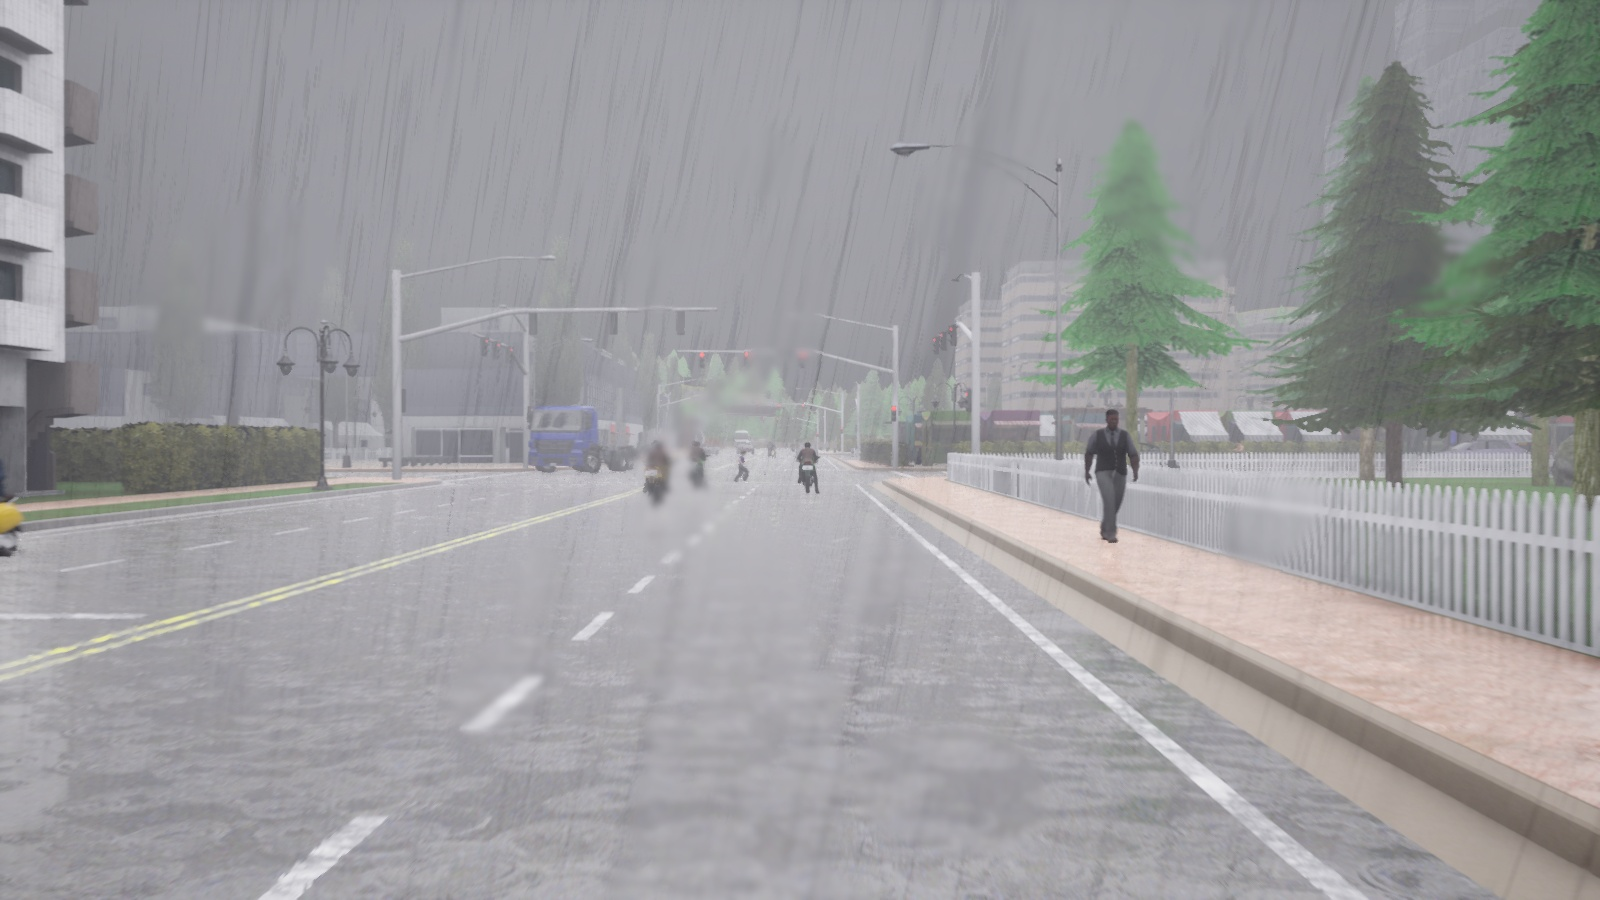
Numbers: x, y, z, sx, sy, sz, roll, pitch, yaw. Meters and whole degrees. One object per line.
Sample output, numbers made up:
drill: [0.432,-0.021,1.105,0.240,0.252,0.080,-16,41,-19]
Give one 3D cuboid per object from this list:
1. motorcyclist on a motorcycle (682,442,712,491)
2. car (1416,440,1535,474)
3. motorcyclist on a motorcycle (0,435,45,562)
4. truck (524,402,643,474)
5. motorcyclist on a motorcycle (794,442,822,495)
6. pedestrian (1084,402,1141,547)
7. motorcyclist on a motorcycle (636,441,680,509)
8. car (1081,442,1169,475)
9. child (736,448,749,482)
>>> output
motorcyclist on a motorcycle: [-3.259,0.501,39.862,0.797,1.523,2.044,0,0,0]
car: [34.012,0.347,63.312,4.856,1.649,2.033,0,0,1]
motorcyclist on a motorcycle: [-10.396,0.603,15.646,0.866,1.590,1.817,0,0,0]
truck: [-10.991,-0.609,64.683,2.891,3.462,7.936,1,1,16]
motorcyclist on a motorcycle: [0.224,0.521,36.840,0.797,1.523,2.044,0,0,0]
pedestrian: [4.152,0.314,16.724,0.563,1.883,0.849,0,0,1]
motorcyclist on a motorcycle: [-3.318,0.560,29.476,0.797,1.523,2.044,0,0,0]
car: [15.368,0.402,59.475,3.705,1.549,1.789,0,0,-1]
child: [-2.153,0.555,47.112,0.437,1.263,0.270,0,0,-13]
